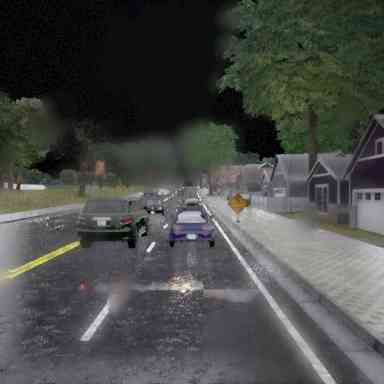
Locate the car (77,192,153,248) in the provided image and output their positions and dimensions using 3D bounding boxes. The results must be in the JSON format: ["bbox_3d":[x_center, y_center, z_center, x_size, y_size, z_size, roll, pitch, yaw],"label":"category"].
[{"bbox_3d":[-3.250,1.191,14.674,2.150,2.045,5.566,0,1,0],"label":"car"}]

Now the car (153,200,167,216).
[{"bbox_3d":[-3.250,1.370,29.675,1.895,1.301,4.718,0,1,0],"label":"car"}]

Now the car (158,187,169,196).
[{"bbox_3d":[-6.500,-0.075,75.873,2.150,2.045,5.566,0,2,0],"label":"car"}]

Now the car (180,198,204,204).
[{"bbox_3d":[0.000,1.270,29.644,1.837,1.490,4.892,0,1,0],"label":"car"}]

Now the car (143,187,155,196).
[{"bbox_3d":[-9.750,-0.075,75.873,2.150,2.045,5.566,0,2,0],"label":"car"}]

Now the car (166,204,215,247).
[{"bbox_3d":[0.000,1.467,14.645,1.812,1.442,4.674,0,1,0],"label":"car"}]

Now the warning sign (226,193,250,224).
[{"bbox_3d":[2.832,0.988,20.494,1.300,1.860,1.060,-1,0,0],"label":"warning sign"}]
